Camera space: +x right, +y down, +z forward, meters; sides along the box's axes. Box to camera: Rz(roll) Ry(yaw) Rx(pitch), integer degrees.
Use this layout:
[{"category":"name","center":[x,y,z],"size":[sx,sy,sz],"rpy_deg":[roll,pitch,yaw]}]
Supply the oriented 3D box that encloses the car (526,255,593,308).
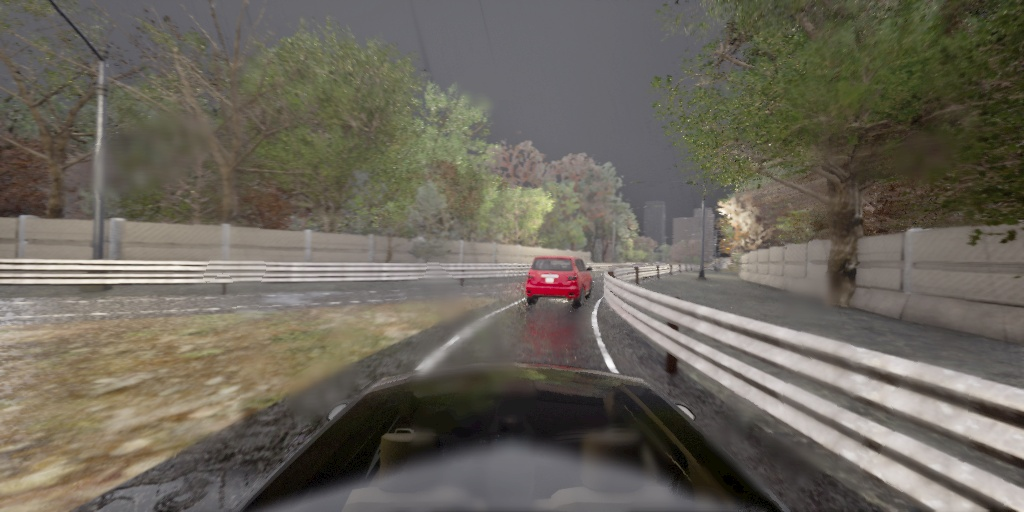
[{"category":"car","center":[2.240,1.012,15.885],"size":[2.150,2.045,5.566],"rpy_deg":[1,0,18]}]

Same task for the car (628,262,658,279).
[{"category":"car","center":[13.752,1.552,38.076],"size":[1.882,1.535,5.008],"rpy_deg":[2,0,31]}]
